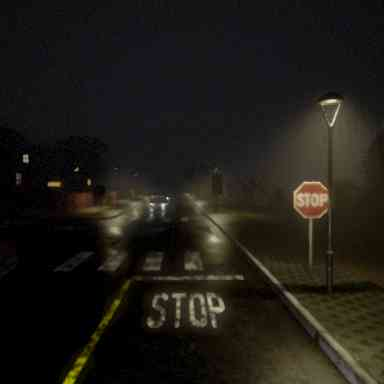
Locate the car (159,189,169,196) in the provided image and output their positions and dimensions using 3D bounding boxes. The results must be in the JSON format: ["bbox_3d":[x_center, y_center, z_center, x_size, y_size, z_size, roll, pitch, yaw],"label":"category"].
[{"bbox_3d":[-5.694,0.149,68.253,1.895,1.301,4.718,0,1,-3],"label":"car"}]

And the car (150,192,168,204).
[{"bbox_3d":[-4.469,0.726,43.477,1.812,1.442,4.674,0,1,-3],"label":"car"}]
